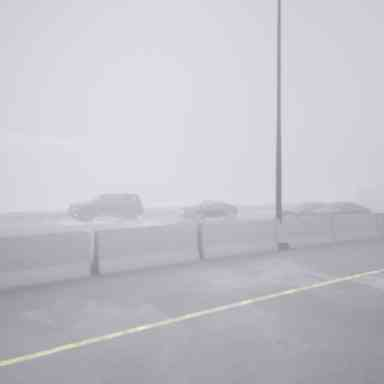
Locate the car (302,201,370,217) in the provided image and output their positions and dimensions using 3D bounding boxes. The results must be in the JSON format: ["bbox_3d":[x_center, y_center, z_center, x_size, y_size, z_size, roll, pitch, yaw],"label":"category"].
[{"bbox_3d":[10.170,1.421,22.823,5.008,1.535,1.882,0,0,-32],"label":"car"}]

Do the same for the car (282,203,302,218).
[{"bbox_3d":[9.511,1.475,26.537,5.357,1.411,2.033,0,0,-32],"label":"car"}]

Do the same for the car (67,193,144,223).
[{"bbox_3d":[-6.325,1.113,24.894,5.566,2.045,2.150,0,0,-32],"label":"car"}]

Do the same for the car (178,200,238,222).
[{"bbox_3d":[1.293,1.402,25.550,4.902,1.511,2.128,0,0,-32],"label":"car"}]
